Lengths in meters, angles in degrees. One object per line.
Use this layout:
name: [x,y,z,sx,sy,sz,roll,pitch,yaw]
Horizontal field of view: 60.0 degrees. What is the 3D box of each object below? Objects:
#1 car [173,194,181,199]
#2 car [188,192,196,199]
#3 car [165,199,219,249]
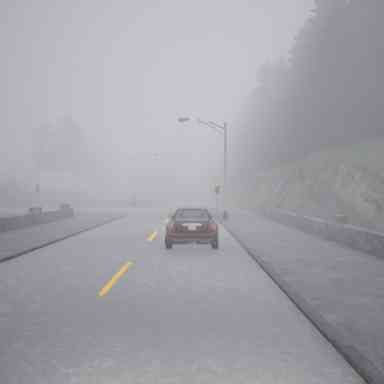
car: [-4.000,1.450,89.995,1.837,1.490,4.892,0,0,0]
car: [0.000,1.317,84.659,2.097,1.767,4.553,0,0,0]
car: [0.000,1.364,14.620,2.097,1.767,4.553,0,0,0]
